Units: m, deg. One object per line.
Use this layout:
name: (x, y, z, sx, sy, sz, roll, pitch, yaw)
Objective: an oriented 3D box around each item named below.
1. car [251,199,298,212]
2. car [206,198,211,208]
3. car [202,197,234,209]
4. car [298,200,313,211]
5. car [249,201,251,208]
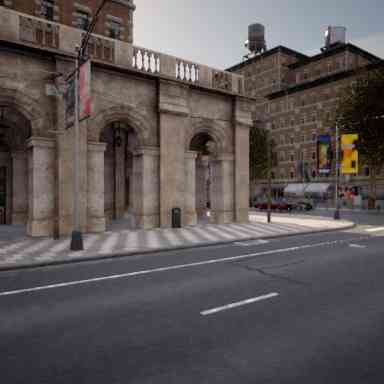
car: (9.679, 1.638, 39.519, 1.895, 1.301, 4.718, 0, 0, -36)
car: (1.146, 1.628, 46.011, 1.895, 1.301, 4.718, 0, 0, -36)
car: (3.695, 1.542, 47.862, 1.837, 1.490, 4.892, 0, 0, -36)
car: (12.779, 1.605, 41.204, 1.994, 1.385, 4.181, 0, 0, -36)
car: (7.038, 1.605, 49.216, 1.994, 1.385, 4.181, 0, 0, -35)
